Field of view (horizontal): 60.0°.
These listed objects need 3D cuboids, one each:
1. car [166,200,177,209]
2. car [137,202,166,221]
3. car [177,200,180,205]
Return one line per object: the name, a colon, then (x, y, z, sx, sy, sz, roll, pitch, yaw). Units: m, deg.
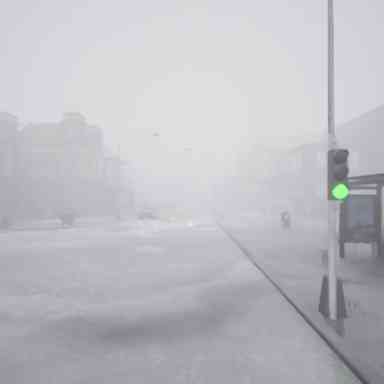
car: (-4.020, 2.272, 58.318, 1.812, 1.442, 4.674, 0, 0, 0)
car: (-4.019, 1.957, 32.063, 2.033, 1.411, 5.357, 0, 0, 0)
car: (-4.030, 2.561, 83.050, 1.895, 1.301, 4.718, 0, -1, 0)
